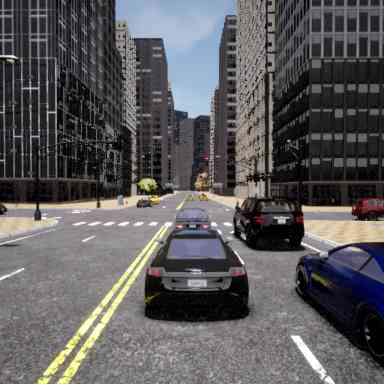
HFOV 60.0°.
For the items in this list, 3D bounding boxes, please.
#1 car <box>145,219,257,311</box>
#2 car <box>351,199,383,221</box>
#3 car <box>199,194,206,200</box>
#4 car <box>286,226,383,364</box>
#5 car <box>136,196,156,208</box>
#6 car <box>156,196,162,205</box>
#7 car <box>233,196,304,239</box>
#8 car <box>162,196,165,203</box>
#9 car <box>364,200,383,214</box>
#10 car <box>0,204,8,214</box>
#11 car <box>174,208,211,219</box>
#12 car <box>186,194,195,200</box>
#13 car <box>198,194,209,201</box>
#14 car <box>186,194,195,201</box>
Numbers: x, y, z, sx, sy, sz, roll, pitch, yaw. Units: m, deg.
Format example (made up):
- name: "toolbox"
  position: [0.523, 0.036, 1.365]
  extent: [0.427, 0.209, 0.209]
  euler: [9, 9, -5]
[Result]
- name: "car"
  position: [0.067, 1.560, 7.821]
  extent: [1.994, 1.385, 4.181]
  euler: [0, 0, -1]
- name: "car"
  position: [16.075, 1.520, 27.960]
  extent: [5.009, 1.841, 2.192]
  euler: [1, 0, 1]
- name: "car"
  position: [2.845, 1.243, 89.107]
  extent: [1.837, 1.490, 4.892]
  euler: [0, 0, 0]
- name: "car"
  position: [3.334, 1.561, 5.852]
  extent: [1.994, 1.385, 4.181]
  euler: [0, 0, -1]
- name: "car"
  position: [-6.810, 1.530, 48.218]
  extent: [1.994, 1.385, 4.181]
  euler: [0, 0, 0]
- name: "car"
  position: [-6.842, 1.431, 58.377]
  extent: [1.882, 1.535, 5.008]
  euler: [0, 0, 0]
- name: "car"
  position: [3.306, 1.213, 15.272]
  extent: [2.150, 2.045, 5.566]
  euler: [0, 0, -2]
- name: "car"
  position: [-6.816, 1.464, 69.248]
  extent: [1.812, 1.442, 4.674]
  euler: [0, 0, 0]
- name: "car"
  position: [21.646, 1.643, 36.272]
  extent: [4.829, 1.417, 1.752]
  euler: [1, 0, 1]
- name: "car"
  position: [-19.506, 1.408, 30.971]
  extent: [4.181, 1.385, 1.994]
  euler: [1, 1, 1]
- name: "car"
  position: [0.023, 1.538, 17.043]
  extent: [2.033, 1.411, 5.357]
  euler: [0, 0, 0]
- name: "car"
  position: [-0.405, 1.268, 89.093]
  extent: [2.128, 1.511, 4.902]
  euler: [0, 0, 0]
- name: "car"
  position: [2.893, 1.396, 78.690]
  extent: [1.882, 1.535, 5.008]
  euler: [0, 0, 0]
- name: "car"
  position: [-0.357, 1.396, 78.676]
  extent: [1.882, 1.535, 5.008]
  euler: [0, 0, 0]
